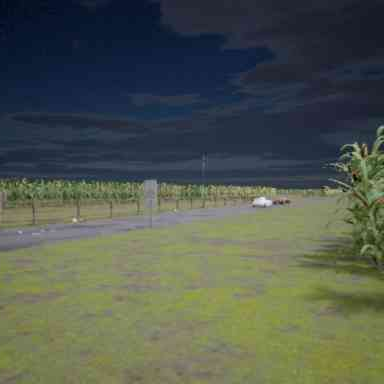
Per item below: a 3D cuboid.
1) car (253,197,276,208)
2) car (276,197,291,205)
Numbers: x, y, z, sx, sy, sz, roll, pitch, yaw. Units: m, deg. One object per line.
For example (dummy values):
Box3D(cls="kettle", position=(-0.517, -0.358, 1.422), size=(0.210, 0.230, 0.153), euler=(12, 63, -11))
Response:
Box3D(cls="car", position=(10.323, 1.495, 48.715), size=(1.812, 1.442, 4.674), euler=(1, 0, 31))
Box3D(cls="car", position=(15.584, 1.561, 57.417), size=(1.895, 1.301, 4.718), euler=(1, 0, 35))
